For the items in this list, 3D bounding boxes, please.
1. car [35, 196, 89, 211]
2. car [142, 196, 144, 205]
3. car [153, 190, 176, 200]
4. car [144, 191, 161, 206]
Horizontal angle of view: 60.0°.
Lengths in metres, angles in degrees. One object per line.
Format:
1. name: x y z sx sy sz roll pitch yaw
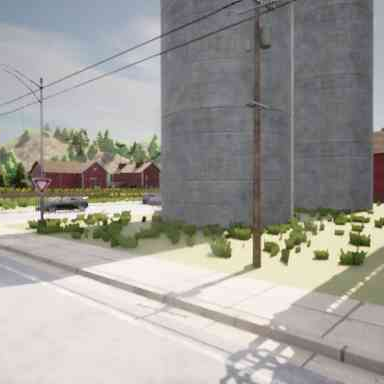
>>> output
1. car: -12.022 1.166 30.965 2.128 1.511 4.902 0 1 41
2. car: -4.780 0.979 45.501 4.611 1.667 2.242 0 1 42
3. car: -5.423 0.595 64.778 4.605 1.855 1.932 0 1 42
4. car: -3.231 0.898 41.014 2.097 1.767 4.553 0 1 41
